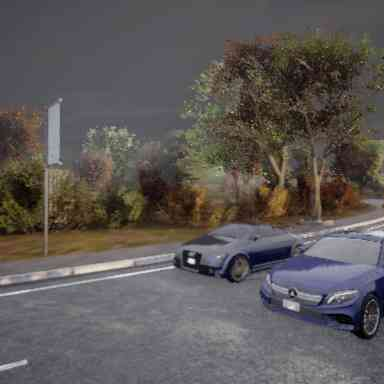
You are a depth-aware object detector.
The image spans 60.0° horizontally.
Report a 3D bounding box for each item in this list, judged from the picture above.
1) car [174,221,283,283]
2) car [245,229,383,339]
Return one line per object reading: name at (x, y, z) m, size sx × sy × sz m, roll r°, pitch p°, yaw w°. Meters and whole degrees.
car at (1.529, 1.584, 9.792) m, size 4.181 × 1.385 × 1.994 m, roll 0°, pitch 0°, yaw -39°
car at (3.377, 1.538, 6.754) m, size 4.674 × 1.442 × 1.812 m, roll 0°, pitch 0°, yaw -39°
